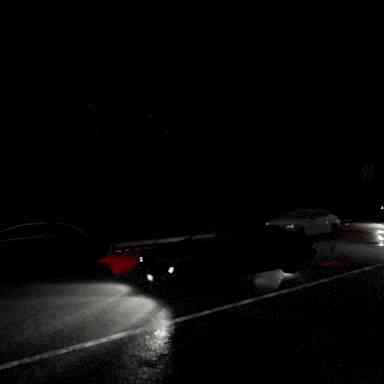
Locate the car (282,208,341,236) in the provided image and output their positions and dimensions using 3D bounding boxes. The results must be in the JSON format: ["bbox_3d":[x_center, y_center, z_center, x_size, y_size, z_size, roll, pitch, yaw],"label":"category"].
[{"bbox_3d":[5.722,1.539,16.857,4.674,1.442,1.812,0,0,-37],"label":"car"}]

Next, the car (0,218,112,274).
[{"bbox_3d":[-4.695,1.499,9.179,4.902,1.511,2.128,0,0,-35],"label":"car"}]

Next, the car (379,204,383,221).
[{"bbox_3d":[16.649,1.214,25.967,5.566,2.045,2.150,0,0,-41],"label":"car"}]

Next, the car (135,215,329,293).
[{"bbox_3d":[1.211,1.560,9.112,5.357,1.411,2.033,0,0,-36],"label":"car"}]
